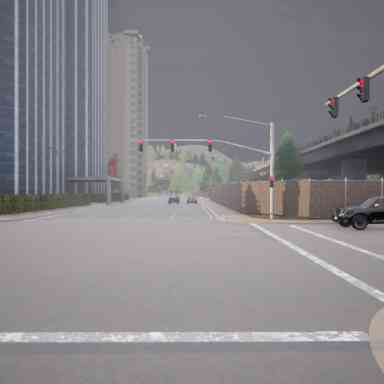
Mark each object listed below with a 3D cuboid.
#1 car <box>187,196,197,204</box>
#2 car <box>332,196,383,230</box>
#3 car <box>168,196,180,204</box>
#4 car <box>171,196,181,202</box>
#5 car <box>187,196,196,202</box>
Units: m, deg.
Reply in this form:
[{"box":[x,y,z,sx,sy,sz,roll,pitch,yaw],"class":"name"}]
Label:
[{"box":[0.009,1.564,64.585,1.994,1.385,4.181,0,0,0],"class":"car"},{"box":[11.816,1.277,20.920,5.566,2.045,2.150,0,0,0],"class":"car"},{"box":[-3.492,1.478,64.188,1.882,1.535,5.008,0,0,0],"class":"car"},{"box":[-3.603,1.540,74.406,2.033,1.411,5.357,0,0,0],"class":"car"},{"box":[-0.104,1.595,74.547,1.895,1.301,4.718,0,0,0],"class":"car"}]
